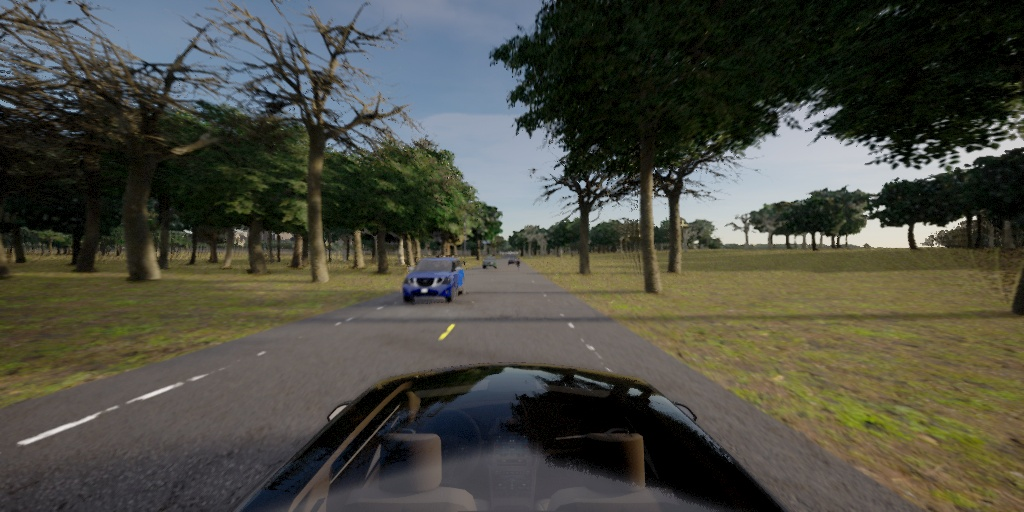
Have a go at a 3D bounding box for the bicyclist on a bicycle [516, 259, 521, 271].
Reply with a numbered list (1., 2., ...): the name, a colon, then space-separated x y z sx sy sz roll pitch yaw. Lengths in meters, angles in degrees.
1. bicyclist on a bicycle: 0.962 1.238 48.212 0.659 1.776 1.843 0 0 0

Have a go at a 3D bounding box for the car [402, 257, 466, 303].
1. car: -3.599 1.065 17.515 2.150 2.045 5.566 0 0 0

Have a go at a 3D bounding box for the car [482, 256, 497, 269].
1. car: -3.529 1.066 58.073 2.150 2.045 5.566 0 0 1
